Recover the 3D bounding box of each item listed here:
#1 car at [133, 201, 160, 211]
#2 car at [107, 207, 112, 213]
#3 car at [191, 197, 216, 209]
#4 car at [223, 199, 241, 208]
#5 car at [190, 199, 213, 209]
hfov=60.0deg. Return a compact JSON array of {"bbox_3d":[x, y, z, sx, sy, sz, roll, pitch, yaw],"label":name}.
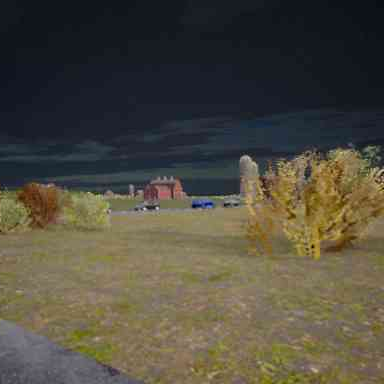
[{"bbox_3d":[-7.018,2.229,51.954,1.837,1.490,4.892,-2,-1,36],"label":"car"},{"bbox_3d":[-12.796,2.123,43.965,1.837,1.490,4.892,-2,-2,36],"label":"car"},{"bbox_3d":[2.056,1.975,58.349,2.150,2.045,5.566,-2,-2,36],"label":"car"},{"bbox_3d":[8.074,2.219,66.729,2.097,1.767,4.553,-2,-2,36],"label":"car"},{"bbox_3d":[1.857,2.292,64.095,2.097,1.767,4.553,-2,-2,36],"label":"car"}]
